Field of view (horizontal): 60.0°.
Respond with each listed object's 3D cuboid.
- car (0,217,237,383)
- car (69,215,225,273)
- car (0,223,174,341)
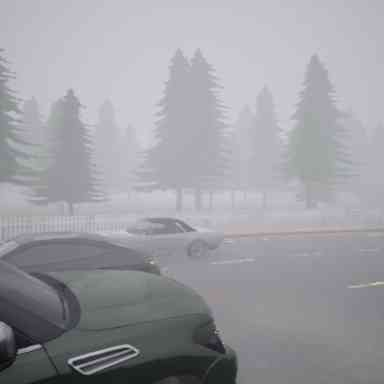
[{"bbox_3d":[-2.248,1.202,2.003,5.566,2.045,2.150,-1,0,-37],"label":"car"},{"bbox_3d":[-1.426,1.525,10.904,4.718,1.301,1.895,0,0,-27],"label":"car"},{"bbox_3d":[-2.817,1.477,6.005,4.674,1.442,1.812,0,0,-32],"label":"car"}]
